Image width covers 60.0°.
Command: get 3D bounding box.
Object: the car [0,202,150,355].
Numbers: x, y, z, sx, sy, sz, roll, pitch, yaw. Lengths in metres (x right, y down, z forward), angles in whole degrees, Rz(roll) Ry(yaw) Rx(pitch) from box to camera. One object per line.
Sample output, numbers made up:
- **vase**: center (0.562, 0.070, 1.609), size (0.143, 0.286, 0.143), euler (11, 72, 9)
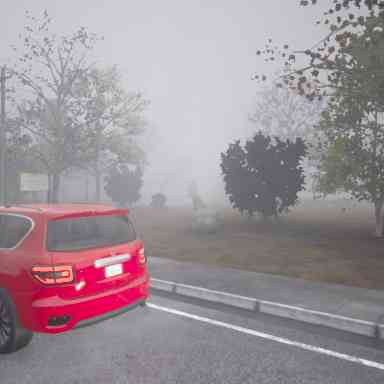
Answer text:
- **car**: center (-3.313, 1.221, 6.343), size (5.566, 2.045, 2.150), euler (0, 0, 35)
